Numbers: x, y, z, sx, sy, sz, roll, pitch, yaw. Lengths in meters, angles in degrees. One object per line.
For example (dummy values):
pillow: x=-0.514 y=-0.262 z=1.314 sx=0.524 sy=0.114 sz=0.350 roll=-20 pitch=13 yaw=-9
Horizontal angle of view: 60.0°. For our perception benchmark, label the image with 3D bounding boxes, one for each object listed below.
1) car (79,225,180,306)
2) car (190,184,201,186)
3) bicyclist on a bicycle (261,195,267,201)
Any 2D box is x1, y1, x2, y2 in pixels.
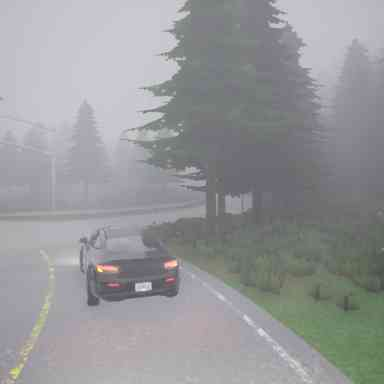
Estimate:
car: x=-1.674 y=1.526 z=8.095 sx=1.812 sy=1.442 sz=4.674 roll=0 pitch=0 yaw=-21
car: x=0.647 y=-1.747 z=69.712 sx=1.994 sy=1.385 sz=4.181 roll=0 pitch=5 yaw=-5
bicyclist on a bicycle: x=6.342 y=0.894 z=30.365 sx=1.656 sy=1.620 sz=0.582 roll=-13 pitch=-4 yaw=35
